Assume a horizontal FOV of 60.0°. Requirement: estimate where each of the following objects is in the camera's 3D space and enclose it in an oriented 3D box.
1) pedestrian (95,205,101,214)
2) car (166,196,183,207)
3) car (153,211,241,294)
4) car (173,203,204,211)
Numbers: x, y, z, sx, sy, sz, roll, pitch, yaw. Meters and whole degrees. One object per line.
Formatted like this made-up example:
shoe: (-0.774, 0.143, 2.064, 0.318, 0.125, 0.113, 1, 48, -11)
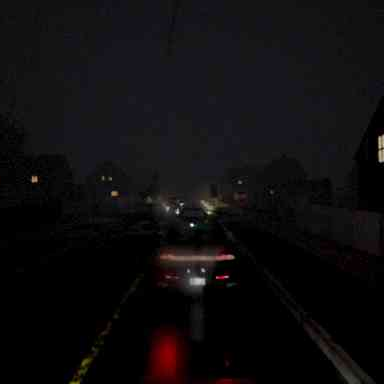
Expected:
pedestrian: (-9.849, 1.333, 34.490, 0.375, 1.860, 0.375, 0, -3, -1)
car: (-2.883, 1.482, 51.406, 1.882, 1.535, 5.008, 0, 0, 0)
car: (0.093, 1.476, 8.700, 2.128, 1.511, 4.902, 0, 0, 0)
car: (0.057, 1.540, 18.057, 1.994, 1.385, 4.181, 0, 0, -1)
